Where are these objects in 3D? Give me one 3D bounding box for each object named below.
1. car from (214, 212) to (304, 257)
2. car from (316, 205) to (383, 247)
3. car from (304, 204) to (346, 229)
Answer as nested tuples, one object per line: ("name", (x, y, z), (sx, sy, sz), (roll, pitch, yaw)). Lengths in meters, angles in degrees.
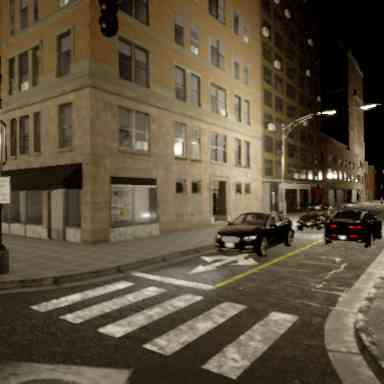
("car", (2.698, 1.595, 13.684), (2.128, 1.511, 4.902), (-1, -1, 35))
("car", (7.543, 1.573, 15.445), (1.837, 1.490, 4.892), (-1, 0, 37))
("car", (8.208, 1.626, 21.313), (1.837, 1.490, 4.892), (-1, -1, 36))
